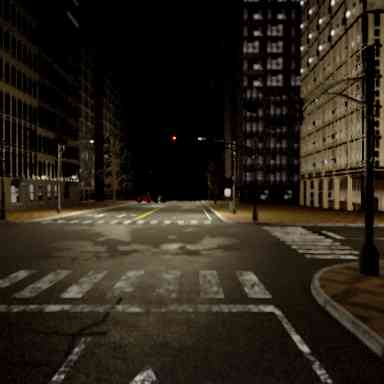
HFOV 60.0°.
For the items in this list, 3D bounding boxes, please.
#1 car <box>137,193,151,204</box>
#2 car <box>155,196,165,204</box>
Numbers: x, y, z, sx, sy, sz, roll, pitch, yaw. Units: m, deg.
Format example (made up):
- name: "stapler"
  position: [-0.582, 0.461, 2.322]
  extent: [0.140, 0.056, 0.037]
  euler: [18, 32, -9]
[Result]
- name: "car"
  position: [-9.758, 1.236, 68.194]
  extent: [2.150, 2.045, 5.566]
  euler: [0, 0, 0]
- name: "car"
  position: [-6.508, 1.624, 68.224]
  extent: [2.128, 1.511, 4.902]
  euler: [0, 0, 0]
